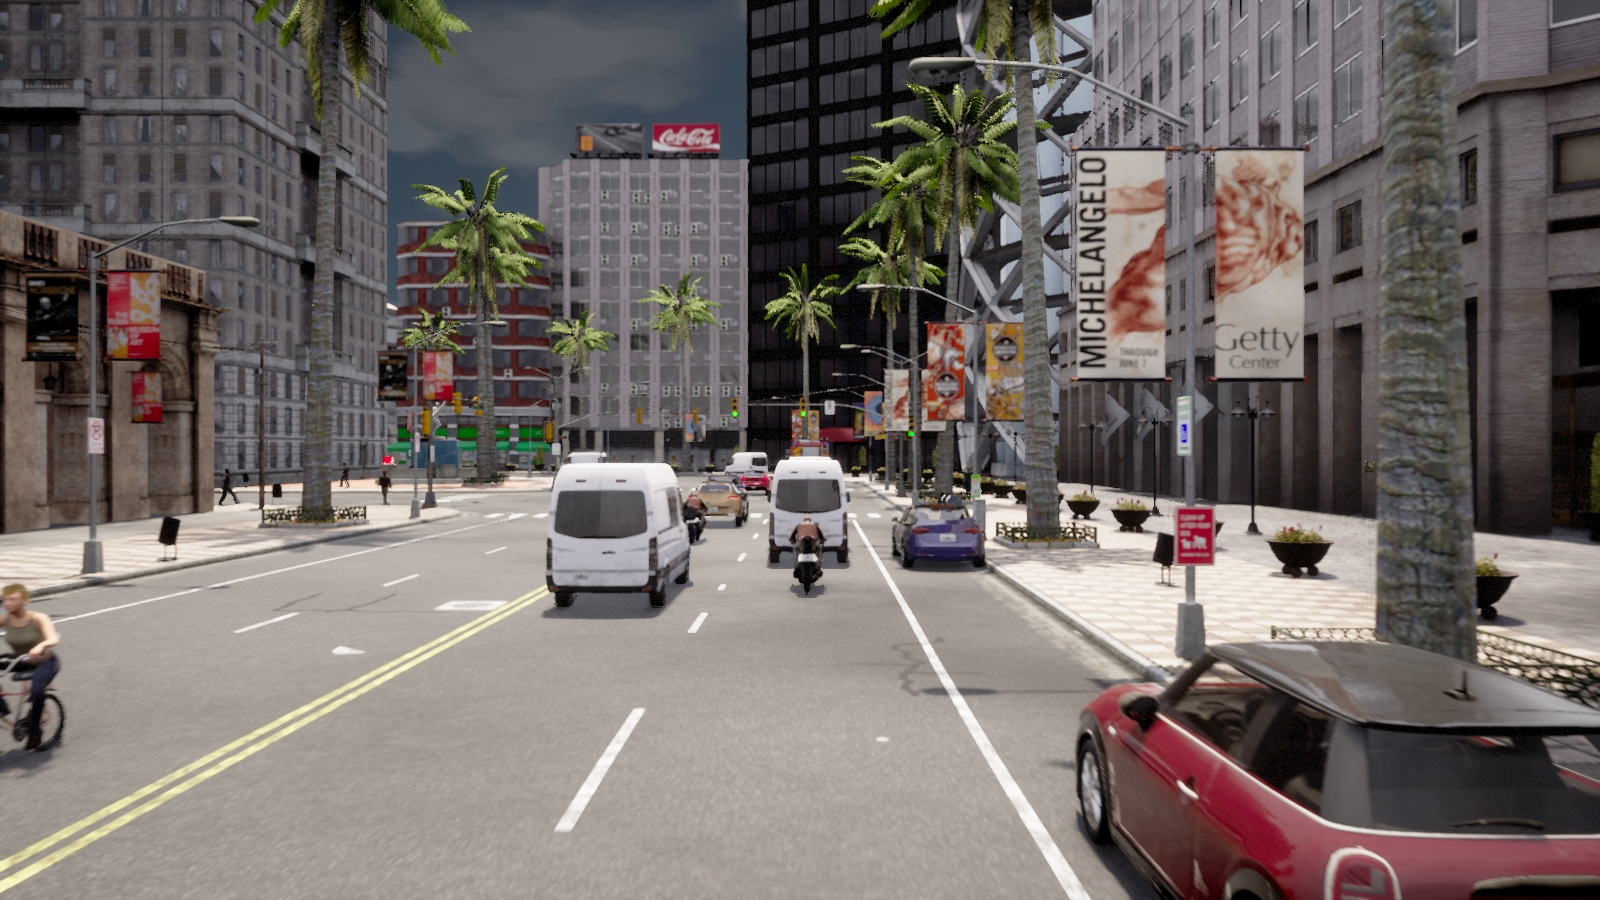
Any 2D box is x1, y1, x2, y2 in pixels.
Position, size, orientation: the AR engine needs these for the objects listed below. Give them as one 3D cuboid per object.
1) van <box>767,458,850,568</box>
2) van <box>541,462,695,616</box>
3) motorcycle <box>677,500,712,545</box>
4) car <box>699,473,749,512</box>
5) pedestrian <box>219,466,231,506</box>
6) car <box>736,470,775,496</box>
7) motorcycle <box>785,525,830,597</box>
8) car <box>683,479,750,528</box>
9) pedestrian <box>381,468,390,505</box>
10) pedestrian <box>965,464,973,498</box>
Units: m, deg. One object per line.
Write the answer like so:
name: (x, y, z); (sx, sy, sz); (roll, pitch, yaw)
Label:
van: (0.232, 1.535, 30.401); (1.988, 2.561, 5.915); (0, 0, 1)
van: (-3.360, 1.534, 22.310); (1.988, 2.561, 5.915); (0, 0, 1)
motorcycle: (-3.214, 2.205, 35.029); (0.867, 1.251, 2.209); (0, 0, 1)
car: (-3.641, 1.967, 53.908); (2.242, 1.667, 4.611); (0, 0, -5)
pedestrian: (-27.043, 1.696, 53.763); (0.375, 1.860, 0.375); (0, 0, -1)
car: (-2.805, 2.061, 72.644); (2.231, 1.480, 4.892); (0, 0, 1)
motorcycle: (0.156, 2.205, 23.053); (0.867, 1.251, 2.209); (0, 0, 1)
car: (-3.122, 1.991, 43.617); (2.152, 1.651, 5.027); (0, 0, 1)
pedestrian: (-20.829, 1.849, 57.429); (0.375, 1.860, 0.375); (0, 0, -5)
pedestrian: (9.309, 1.696, 62.940); (0.375, 1.860, 0.375); (0, 0, 0)
